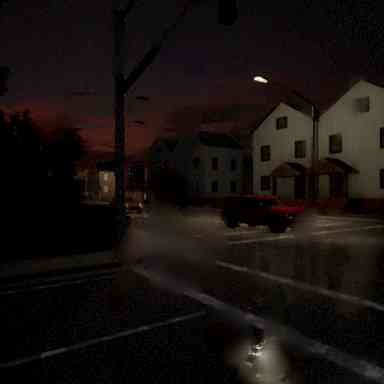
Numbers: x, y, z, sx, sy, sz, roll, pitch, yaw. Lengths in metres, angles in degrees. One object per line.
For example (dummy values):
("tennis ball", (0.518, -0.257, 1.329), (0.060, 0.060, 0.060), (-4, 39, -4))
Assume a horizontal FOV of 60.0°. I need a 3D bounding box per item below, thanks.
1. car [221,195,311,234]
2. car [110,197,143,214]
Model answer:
("car", (4.144, 1.219, 19.705), (2.150, 2.045, 5.566), (0, 0, -40))
("car", (-6.867, 1.349, 34.547), (2.097, 1.767, 4.553), (0, 0, -35))
